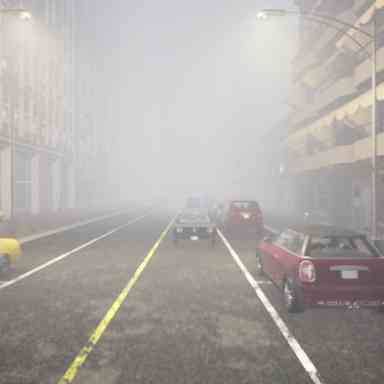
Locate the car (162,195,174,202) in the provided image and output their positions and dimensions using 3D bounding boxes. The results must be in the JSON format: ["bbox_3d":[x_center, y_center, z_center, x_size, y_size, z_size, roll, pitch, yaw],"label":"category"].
[{"bbox_3d":[-5.667,1.399,75.411,1.967,1.590,4.097,0,0,0],"label":"car"}]

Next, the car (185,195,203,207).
[{"bbox_3d":[0.115,1.443,45.067,1.882,1.535,5.008,0,0,0],"label":"car"}]

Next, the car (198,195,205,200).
[{"bbox_3d":[2.718,1.480,92.523,1.752,1.417,4.829,0,0,0],"label":"car"}]

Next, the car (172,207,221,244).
[{"bbox_3d":[0.106,1.586,15.709,1.895,1.301,4.718,0,0,0],"label":"car"}]

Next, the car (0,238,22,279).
[{"bbox_3d":[-5.686,1.519,7.457,1.752,1.417,4.829,0,0,0],"label":"car"}]

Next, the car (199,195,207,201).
[{"bbox_3d":[2.715,1.500,81.056,1.887,1.381,4.507,0,0,0],"label":"car"}]

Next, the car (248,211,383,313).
[{"bbox_3d":[2.694,1.432,7.624,1.967,1.590,4.097,0,0,0],"label":"car"}]

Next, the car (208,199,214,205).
[{"bbox_3d":[2.701,1.554,30.219,1.802,1.307,4.206,0,0,0],"label":"car"}]

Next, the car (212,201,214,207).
[{"bbox_3d":[2.699,1.559,24.570,1.802,1.307,4.206,0,0,0],"label":"car"}]

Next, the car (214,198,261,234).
[{"bbox_3d":[2.698,1.297,18.922,2.192,1.841,5.009,0,0,0],"label":"car"}]

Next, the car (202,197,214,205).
[{"bbox_3d":[2.709,1.527,58.462,1.947,1.339,4.313,0,0,0],"label":"car"}]

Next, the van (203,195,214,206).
[{"bbox_3d":[2.707,1.304,52.813,1.690,1.788,3.998,0,0,0],"label":"van"}]
